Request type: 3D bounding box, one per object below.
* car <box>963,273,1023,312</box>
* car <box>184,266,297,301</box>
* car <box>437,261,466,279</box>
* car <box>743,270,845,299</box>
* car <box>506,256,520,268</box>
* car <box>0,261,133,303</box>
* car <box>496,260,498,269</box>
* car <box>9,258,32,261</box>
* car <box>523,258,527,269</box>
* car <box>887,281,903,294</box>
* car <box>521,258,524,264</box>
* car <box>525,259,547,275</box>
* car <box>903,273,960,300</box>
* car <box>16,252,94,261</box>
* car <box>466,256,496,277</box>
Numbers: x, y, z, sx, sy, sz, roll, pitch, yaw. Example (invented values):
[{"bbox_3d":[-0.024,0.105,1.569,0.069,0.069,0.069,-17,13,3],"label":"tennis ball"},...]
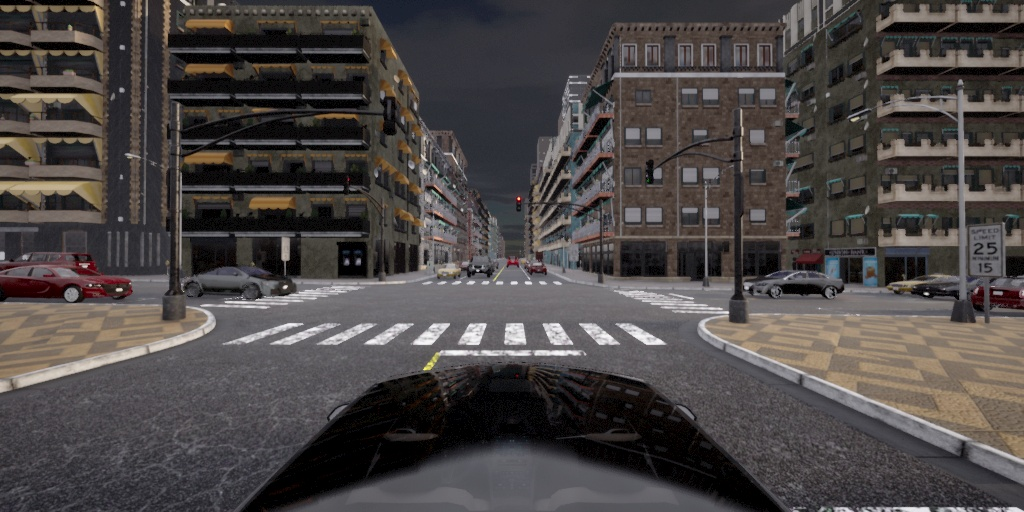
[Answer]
[{"bbox_3d":[20.846,1.498,13.950,4.097,1.591,1.967,0,0,0],"label":"car"},{"bbox_3d":[-11.967,1.145,15.945,4.181,1.385,1.994,1,-1,4],"label":"car"},{"bbox_3d":[-5.660,1.277,32.626,1.751,1.417,4.829,0,0,0],"label":"car"},{"bbox_3d":[15.323,1.520,19.678,4.902,1.511,2.128,1,-1,-1],"label":"car"},{"bbox_3d":[0.156,0.978,63.882,2.150,2.045,5.566,0,0,0],"label":"car"},{"bbox_3d":[-17.251,1.009,13.664,4.507,1.381,1.888,0,0,0],"label":"car"},{"bbox_3d":[-3.057,1.258,45.241,1.837,1.490,4.892,0,0,0],"label":"car"},{"bbox_3d":[-25.898,0.902,16.203,5.357,1.411,2.033,1,-1,0],"label":"car"},{"bbox_3d":[2.731,1.193,43.821,1.967,1.591,4.097,0,0,0],"label":"car"},{"bbox_3d":[26.266,1.751,22.300,4.829,1.417,1.751,0,0,0],"label":"car"},{"bbox_3d":[2.741,1.337,54.868,1.802,1.307,4.207,0,0,0],"label":"car"},{"bbox_3d":[2.726,1.298,38.297,1.888,1.381,4.507,0,0,0],"label":"car"},{"bbox_3d":[25.460,1.734,19.743,5.357,1.411,2.033,1,-1,0],"label":"car"},{"bbox_3d":[-28.627,0.683,21.969,5.009,1.841,2.192,0,0,0],"label":"car"},{"bbox_3d":[-3.068,0.974,35.202,2.150,2.045,5.566,0,0,0],"label":"car"}]
